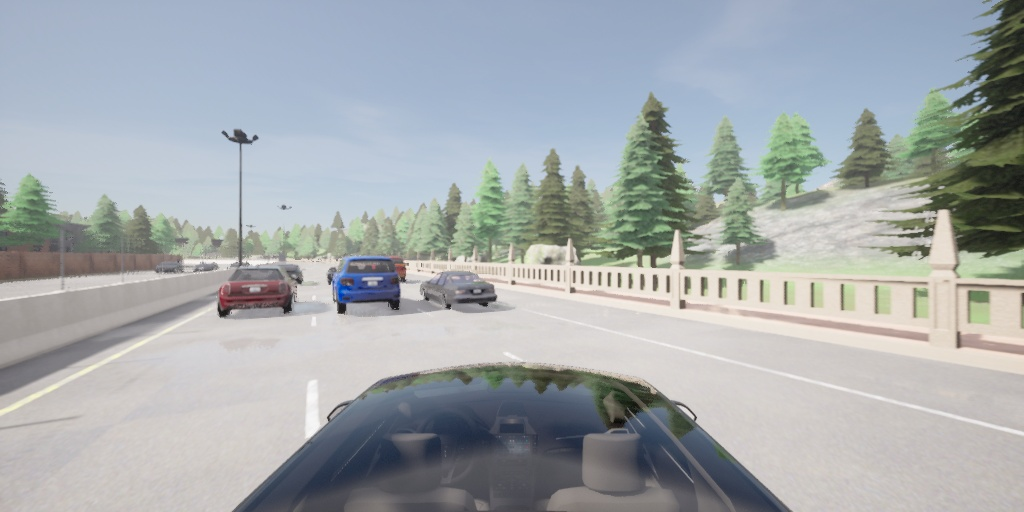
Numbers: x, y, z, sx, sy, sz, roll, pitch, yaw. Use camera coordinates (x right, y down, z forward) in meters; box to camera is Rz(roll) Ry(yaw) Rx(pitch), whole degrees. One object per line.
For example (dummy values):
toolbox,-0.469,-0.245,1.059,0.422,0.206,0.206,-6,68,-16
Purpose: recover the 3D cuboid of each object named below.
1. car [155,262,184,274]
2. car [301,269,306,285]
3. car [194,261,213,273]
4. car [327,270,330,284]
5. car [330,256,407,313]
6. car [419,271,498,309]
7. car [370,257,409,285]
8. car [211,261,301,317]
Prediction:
car,-42.658,1.460,44.808,1.837,1.490,4.892,0,0,-28
car,-16.850,1.367,27.087,1.837,1.490,4.892,0,0,-28
car,-39.792,1.451,46.855,2.128,1.511,4.902,0,0,-28
car,-13.483,1.462,28.212,1.895,1.301,4.718,0,0,-28
car,-6.025,1.027,14.615,2.150,2.045,5.566,0,0,-28
car,-2.461,1.350,15.376,2.033,1.411,5.357,0,0,-28
car,-10.190,1.085,29.475,2.150,2.045,5.566,0,0,-28
car,-9.581,1.156,13.844,2.097,1.767,4.553,0,0,-28
